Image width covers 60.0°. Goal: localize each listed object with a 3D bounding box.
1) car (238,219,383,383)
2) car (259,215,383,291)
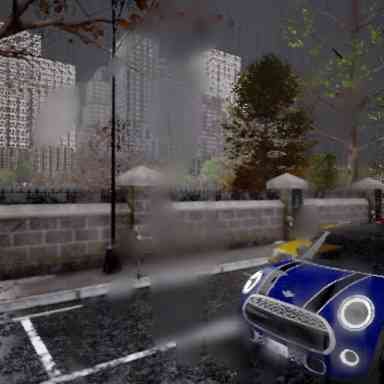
[{"bbox_3d":[2.902,1.350,5.447,4.553,1.767,2.097,0,0,-35],"label":"car"},{"bbox_3d":[4.263,1.521,9.597,4.829,1.417,1.752,0,0,-36],"label":"car"}]
